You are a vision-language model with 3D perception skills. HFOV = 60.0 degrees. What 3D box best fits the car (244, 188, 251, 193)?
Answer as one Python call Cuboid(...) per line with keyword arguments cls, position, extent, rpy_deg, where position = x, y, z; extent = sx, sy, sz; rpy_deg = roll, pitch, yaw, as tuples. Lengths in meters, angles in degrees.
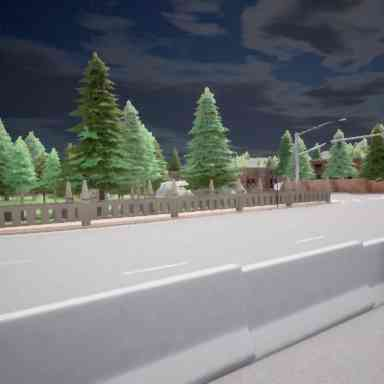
Cuboid(cls="car", position=(9.123, 0.073, 60.540), extent=(2.128, 1.511, 4.902), rpy_deg=(-3, 2, -35))
